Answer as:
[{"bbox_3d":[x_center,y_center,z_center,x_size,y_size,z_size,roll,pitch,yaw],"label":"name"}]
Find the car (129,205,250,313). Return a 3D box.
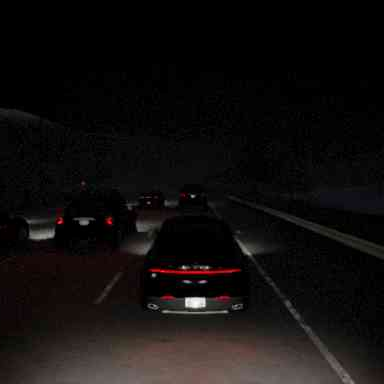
[{"bbox_3d":[0.063,1.267,7.222,1.837,1.490,4.892,0,2,0],"label":"car"}]

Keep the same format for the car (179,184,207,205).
[{"bbox_3d":[0.087,0.332,27.424,2.150,2.045,5.566,0,2,0],"label":"car"}]

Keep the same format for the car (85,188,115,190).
[{"bbox_3d":[-6.917,0.452,27.670,2.097,1.767,4.553,0,2,0],"label":"car"}]

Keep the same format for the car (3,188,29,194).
[{"bbox_3d":[-21.294,0.253,40.439,1.994,1.385,4.181,0,2,-2],"label":"car"}]

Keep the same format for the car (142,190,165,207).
[{"bbox_3d":[-3.414,0.562,28.659,2.128,1.511,4.902,0,2,0],"label":"car"}]

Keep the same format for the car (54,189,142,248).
[{"bbox_3d":[-3.416,0.937,12.675,2.097,1.767,4.553,0,2,0],"label":"car"}]

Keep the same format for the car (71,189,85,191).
[{"bbox_3d":[-10.409,0.466,31.173,1.882,1.535,5.008,0,2,0],"label":"car"}]

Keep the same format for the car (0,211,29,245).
[{"bbox_3d":[-6.923,1.168,10.296,1.837,1.490,4.892,0,2,0],"label":"car"}]
